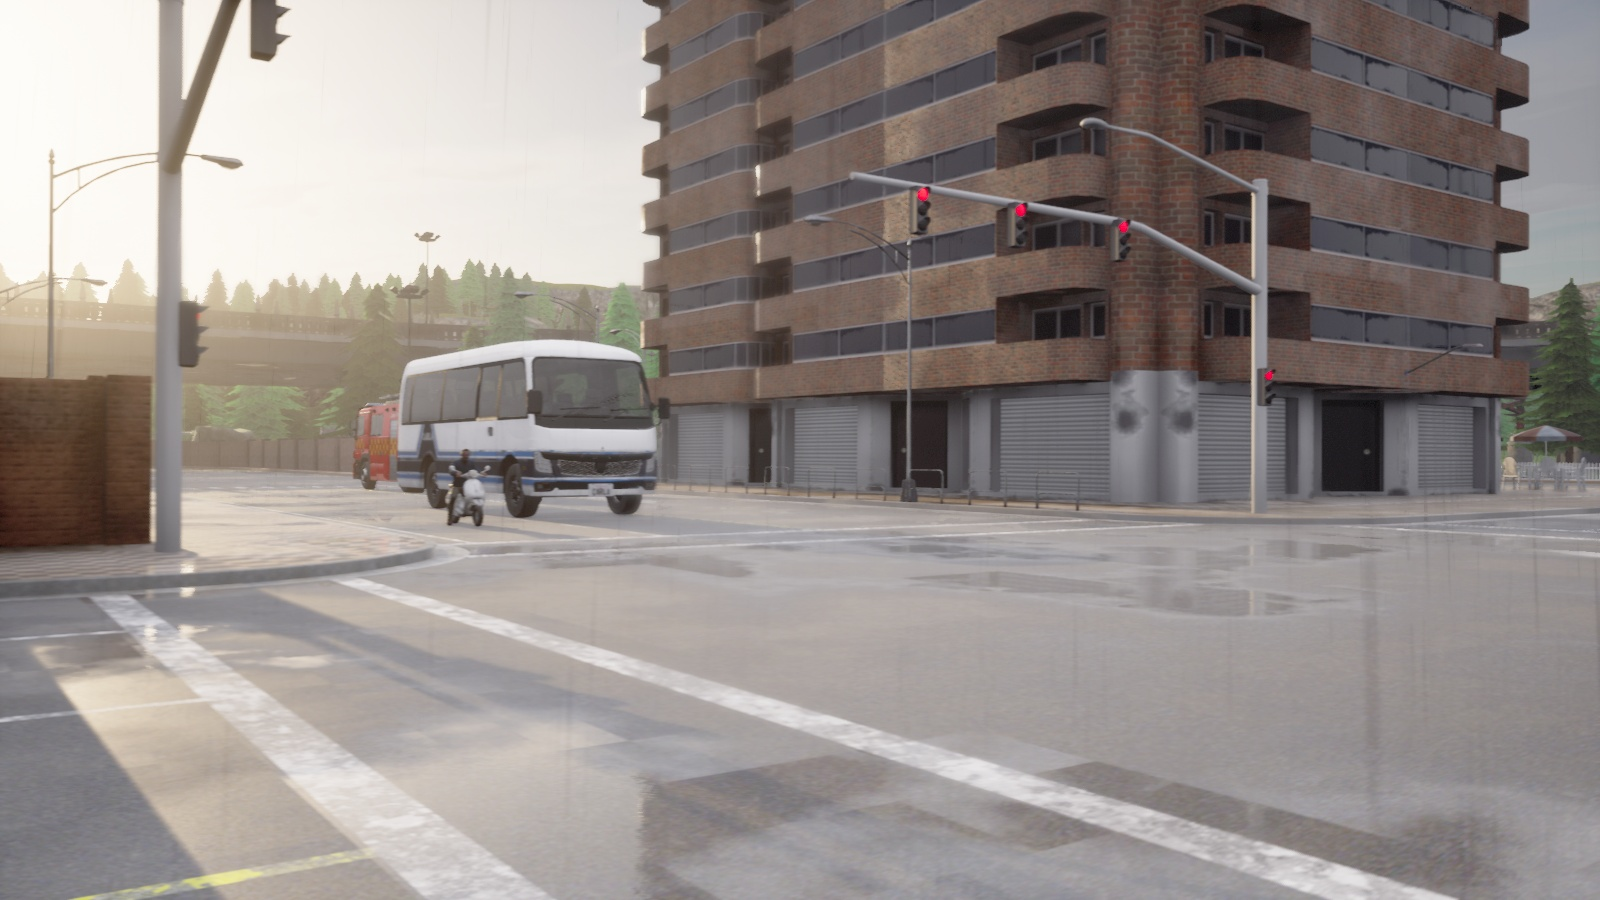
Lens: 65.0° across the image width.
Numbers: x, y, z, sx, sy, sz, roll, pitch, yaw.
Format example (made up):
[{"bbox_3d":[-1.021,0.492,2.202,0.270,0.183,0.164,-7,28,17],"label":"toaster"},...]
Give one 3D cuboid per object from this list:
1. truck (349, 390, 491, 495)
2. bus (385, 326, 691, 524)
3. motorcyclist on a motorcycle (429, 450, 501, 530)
[{"bbox_3d":[-15.282,-0.241,49.957,2.891,3.827,8.468,0,0,-35],"label":"truck"},{"bbox_3d":[-7.116,-0.517,32.278,3.944,4.253,10.273,0,0,-35],"label":"bus"},{"bbox_3d":[-6.929,0.791,25.930,0.866,1.590,1.817,0,0,-35],"label":"motorcyclist on a motorcycle"}]
